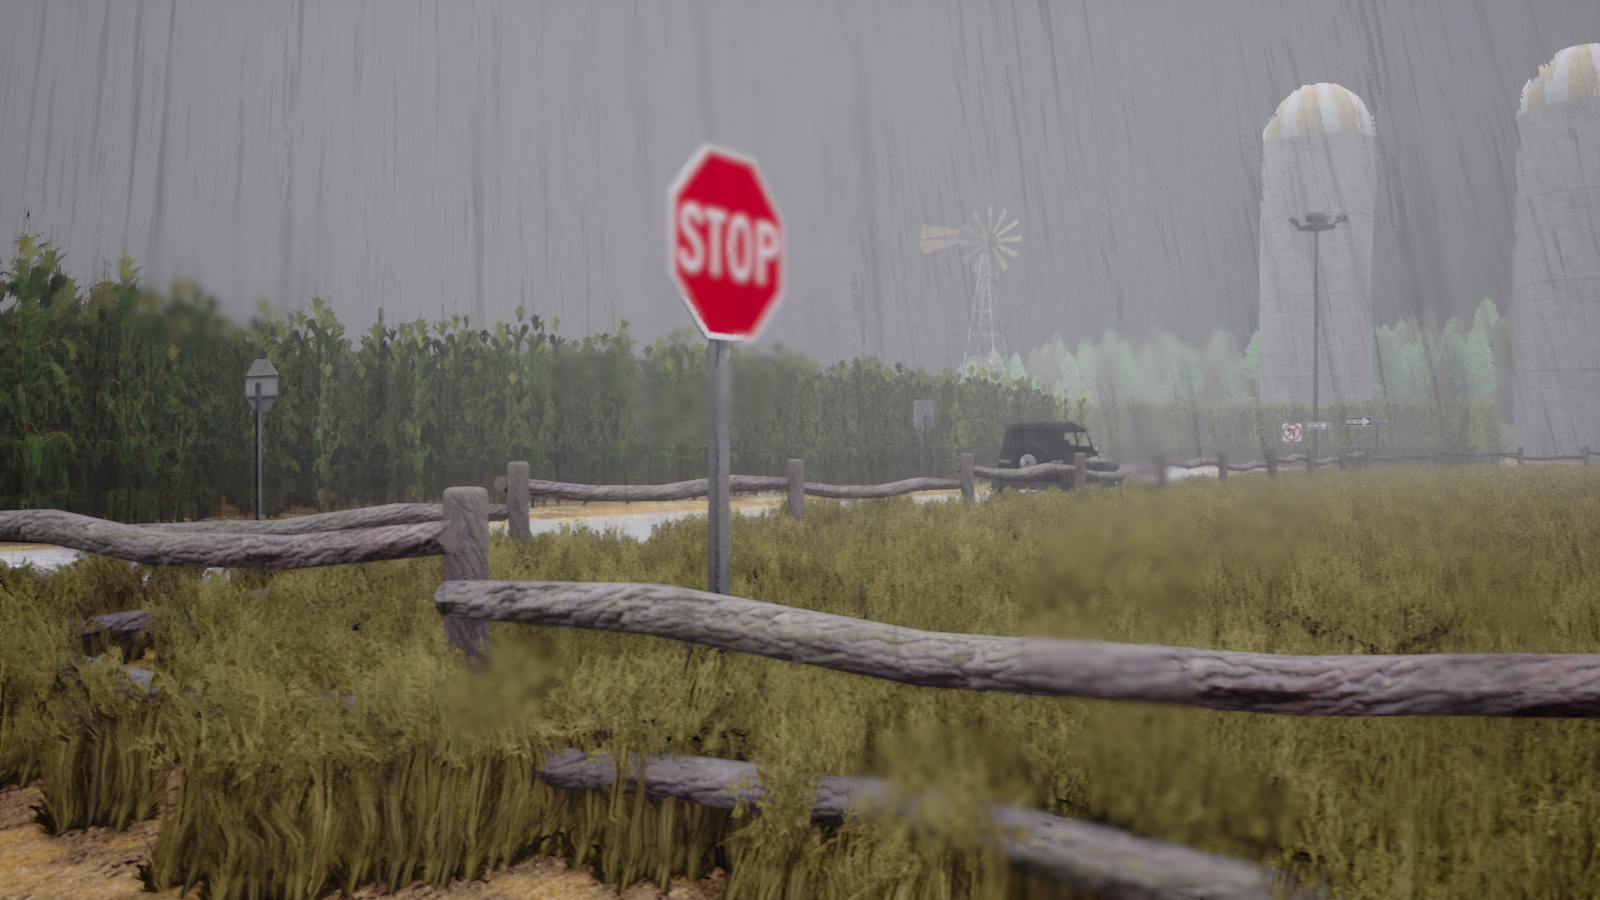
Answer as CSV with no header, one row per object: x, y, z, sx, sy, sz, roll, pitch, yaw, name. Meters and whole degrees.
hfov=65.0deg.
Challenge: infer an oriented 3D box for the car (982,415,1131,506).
5.796,0.209,28.026,1.905,1.878,3.866,-1,0,34,car
